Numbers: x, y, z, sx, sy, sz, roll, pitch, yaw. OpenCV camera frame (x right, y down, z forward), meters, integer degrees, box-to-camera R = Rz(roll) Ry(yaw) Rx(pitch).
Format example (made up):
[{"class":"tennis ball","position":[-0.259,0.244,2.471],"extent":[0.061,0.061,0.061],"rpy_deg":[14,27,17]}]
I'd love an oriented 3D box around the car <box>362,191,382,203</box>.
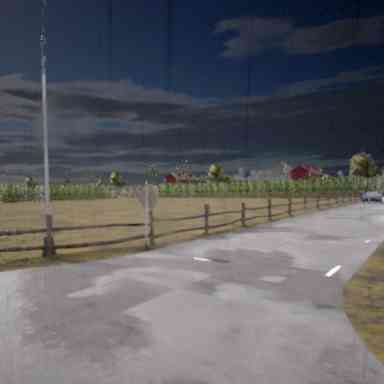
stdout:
[{"class":"car","position":[23.442,0.628,43.188],"extent":[1.882,1.535,5.008],"rpy_deg":[0,1,36]}]
